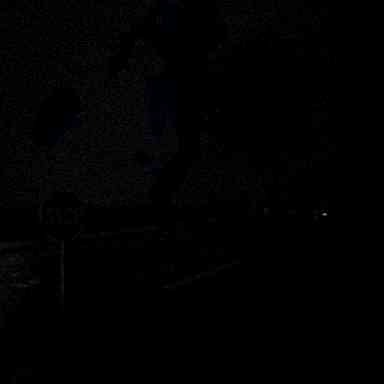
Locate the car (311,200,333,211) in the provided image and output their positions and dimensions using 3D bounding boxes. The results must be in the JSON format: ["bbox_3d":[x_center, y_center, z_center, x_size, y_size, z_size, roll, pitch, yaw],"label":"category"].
[{"bbox_3d":[17.415,1.769,44.404,1.994,1.385,4.181,-1,-1,36],"label":"car"}]
